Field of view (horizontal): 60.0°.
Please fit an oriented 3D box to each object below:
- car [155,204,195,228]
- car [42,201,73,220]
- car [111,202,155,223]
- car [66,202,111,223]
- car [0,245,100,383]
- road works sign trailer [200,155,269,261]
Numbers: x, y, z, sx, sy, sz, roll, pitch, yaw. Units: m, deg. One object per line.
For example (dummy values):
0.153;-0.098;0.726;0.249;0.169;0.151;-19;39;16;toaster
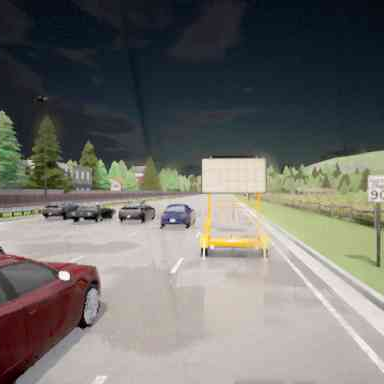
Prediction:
-0.886;1.523;21.960;1.812;1.442;4.674;0;0;6;car
-10.766;1.489;28.298;2.128;1.511;4.902;0;0;6;car
-4.056;1.489;25.169;2.128;1.511;4.902;0;0;6;car
-7.526;1.598;25.646;1.895;1.301;4.718;0;0;6;car
-2.753;1.477;4.030;1.882;1.535;5.008;0;0;6;car
1.537;0.463;12.345;2.380;3.560;2.880;0;0;6;road works sign trailer
